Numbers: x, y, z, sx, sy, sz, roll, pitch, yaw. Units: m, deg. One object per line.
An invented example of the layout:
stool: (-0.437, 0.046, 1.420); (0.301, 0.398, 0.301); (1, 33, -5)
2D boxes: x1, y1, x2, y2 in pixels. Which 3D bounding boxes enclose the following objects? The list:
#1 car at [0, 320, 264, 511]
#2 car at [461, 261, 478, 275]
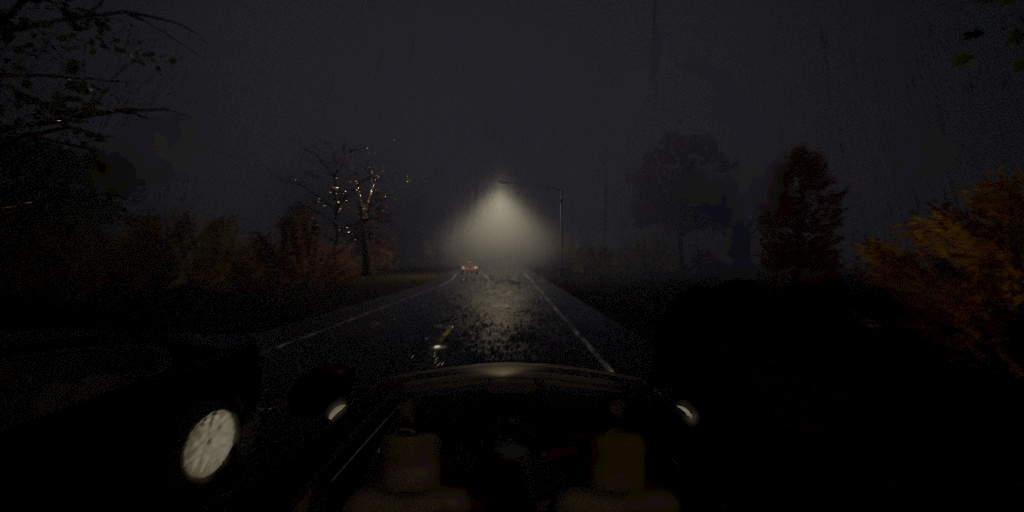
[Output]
car: (-3.601, 1.229, 1.753); (1.882, 1.535, 5.008); (0, 0, 0)
car: (-5.313, 1.404, 45.030); (2.097, 1.767, 4.553); (0, 0, -7)
